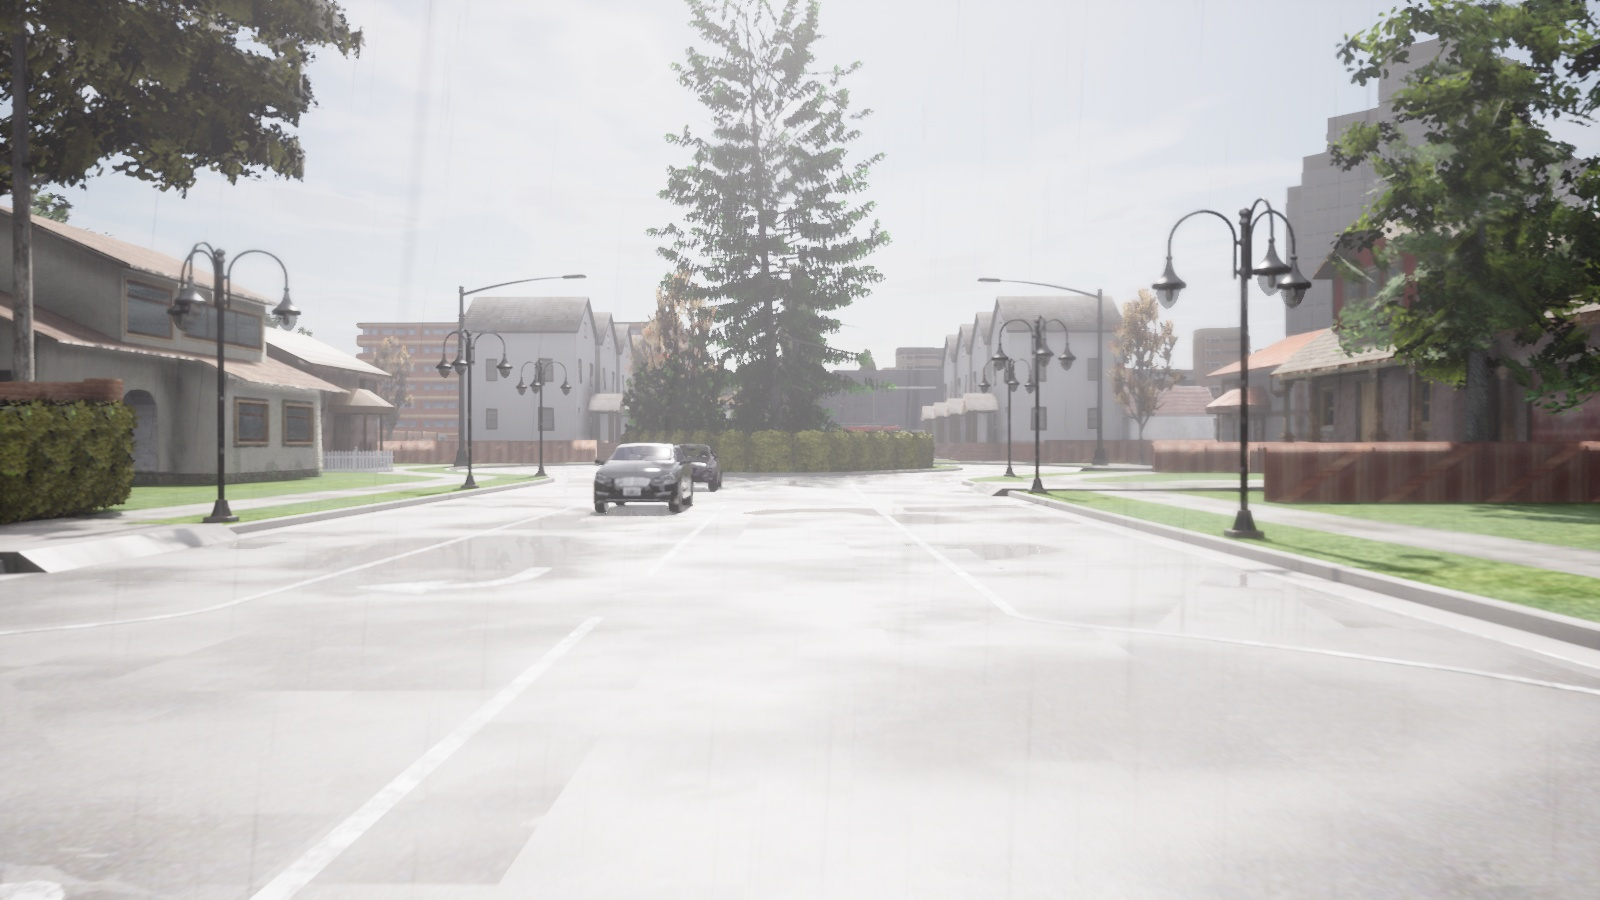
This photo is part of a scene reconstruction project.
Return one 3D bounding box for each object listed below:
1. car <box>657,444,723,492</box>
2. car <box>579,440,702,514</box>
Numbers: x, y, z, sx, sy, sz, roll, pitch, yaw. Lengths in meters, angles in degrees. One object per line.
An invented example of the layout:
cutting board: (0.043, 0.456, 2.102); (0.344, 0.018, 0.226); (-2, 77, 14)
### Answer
car: (-3.467, 0.532, 40.232); (1.816, 1.474, 4.193); (0, 0, -1)
car: (-3.466, 0.542, 28.208); (2.128, 1.511, 4.902); (0, 0, 0)
